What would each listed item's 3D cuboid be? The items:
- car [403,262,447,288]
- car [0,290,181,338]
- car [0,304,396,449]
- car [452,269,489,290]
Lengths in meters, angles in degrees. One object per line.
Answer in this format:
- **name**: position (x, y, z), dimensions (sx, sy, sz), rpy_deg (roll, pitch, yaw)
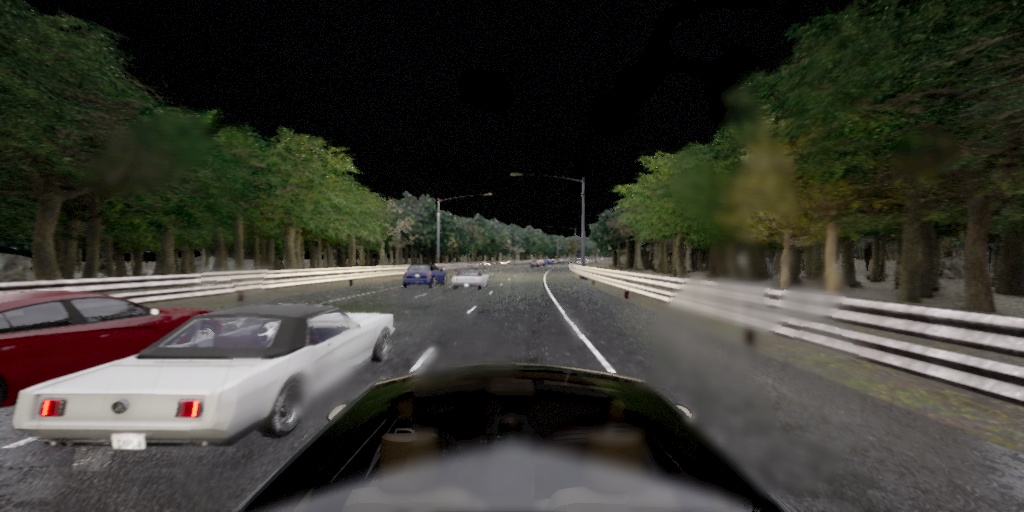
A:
- **car**: position (-6.145, 1.317, 25.796), dimensions (2.097, 1.767, 4.553), rpy_deg (0, -1, 3)
- **car**: position (-6.858, 1.241, 5.297), dimensions (1.882, 1.535, 5.008), rpy_deg (0, -1, 1)
- **car**: position (-3.362, 1.375, 5.393), dimensions (1.895, 1.301, 4.718), rpy_deg (0, -1, 0)
- **car**: position (-2.726, 1.564, 24.596), dimensions (1.895, 1.301, 4.718), rpy_deg (0, -1, 3)
